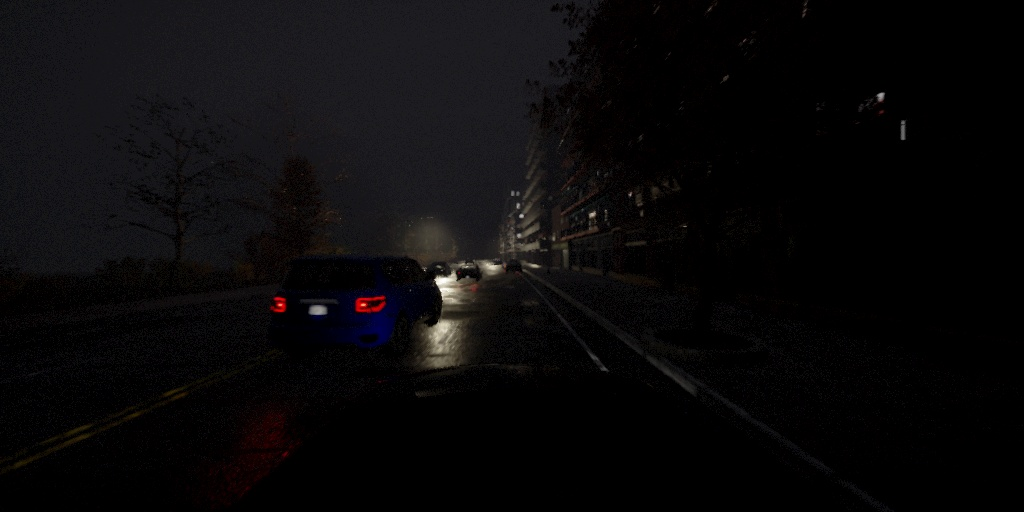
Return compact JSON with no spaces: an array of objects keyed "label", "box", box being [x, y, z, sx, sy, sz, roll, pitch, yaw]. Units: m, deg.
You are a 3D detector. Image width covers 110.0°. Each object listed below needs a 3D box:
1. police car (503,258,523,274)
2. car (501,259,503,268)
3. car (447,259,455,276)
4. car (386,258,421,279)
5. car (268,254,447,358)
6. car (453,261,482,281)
[{"label":"police car","box":[0.194,1.208,42.945,1.930,1.638,5.238,0,0,-2]},{"label":"car","box":[-0.235,1.253,53.069,1.801,1.575,5.366,0,0,-3]},{"label":"car","box":[-7.109,1.291,35.179,1.837,1.490,4.892,0,-1,-2]},{"label":"car","box":[-10.341,1.139,34.446,2.097,1.767,4.553,0,0,-1]},{"label":"car","box":[-3.213,0.979,8.618,2.150,2.045,5.566,0,0,0]},{"label":"car","box":[-3.551,1.375,30.511,1.895,1.301,4.718,0,0,-1]}]
